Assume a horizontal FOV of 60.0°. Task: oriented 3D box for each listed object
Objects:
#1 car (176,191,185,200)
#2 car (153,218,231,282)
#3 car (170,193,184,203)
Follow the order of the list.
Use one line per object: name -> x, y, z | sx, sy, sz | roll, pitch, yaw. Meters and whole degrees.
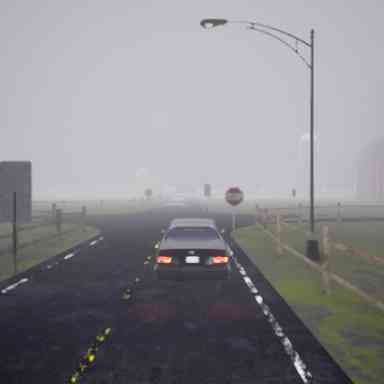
car -> -2.749, 0.765, 73.862 | 2.150, 2.045, 5.566 | 0, 0, 0
car -> 0.024, 1.466, 9.565 | 2.033, 1.411, 5.357 | 0, 0, 0
car -> -2.799, 1.213, 58.429 | 1.895, 1.301, 4.718 | 0, 0, 1
